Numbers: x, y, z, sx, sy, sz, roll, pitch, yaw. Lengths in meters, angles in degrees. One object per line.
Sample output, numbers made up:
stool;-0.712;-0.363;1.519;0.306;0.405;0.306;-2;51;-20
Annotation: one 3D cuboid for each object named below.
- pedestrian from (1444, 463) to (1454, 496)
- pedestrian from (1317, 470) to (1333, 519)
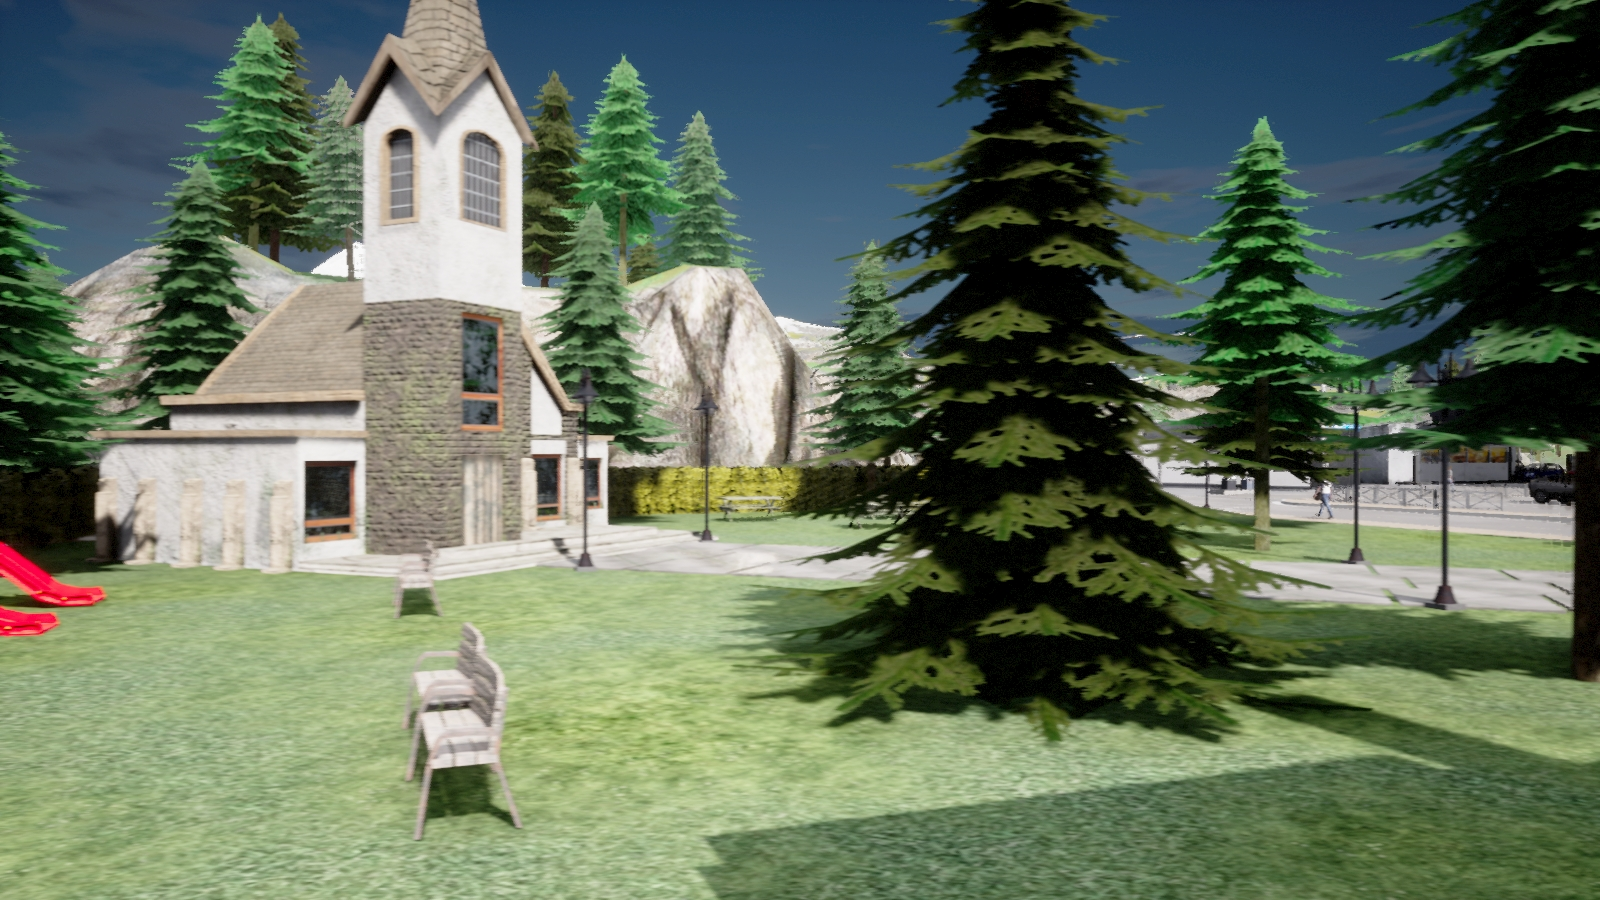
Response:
pedestrian;36.905;1.691;64.975;0.375;1.860;0.375;0;0;-21
pedestrian;20.186;1.691;43.931;0.375;1.860;0.375;0;0;-24
